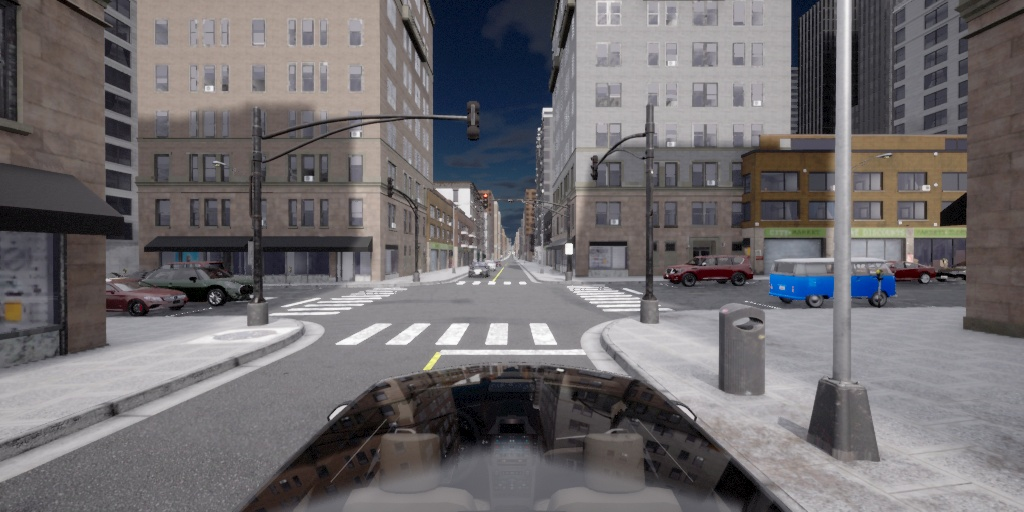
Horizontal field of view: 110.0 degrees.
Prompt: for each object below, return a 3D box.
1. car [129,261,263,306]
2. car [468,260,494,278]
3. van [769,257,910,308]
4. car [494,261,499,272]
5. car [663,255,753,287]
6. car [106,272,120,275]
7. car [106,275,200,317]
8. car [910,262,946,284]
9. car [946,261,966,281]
[{"bbox_3d":[-13.998,1.270,16.243,4.553,1.767,2.097,-1,0,0],"label":"car"},{"bbox_3d":[-3.085,1.247,34.182,2.128,1.511,4.902,0,0,-1],"label":"car"},{"bbox_3d":[12.128,0.957,13.647,3.998,1.789,1.690,0,0,0],"label":"van"},{"bbox_3d":[-3.061,1.293,46.260,1.812,1.442,4.674,0,0,0],"label":"car"},{"bbox_3d":[12.112,0.872,22.172,5.009,1.841,2.192,0,0,0],"label":"car"},{"bbox_3d":[-19.343,1.470,19.360,4.892,1.490,1.837,0,0,1],"label":"car"},{"bbox_3d":[-14.809,1.528,13.601,4.207,1.307,1.802,0,0,0],"label":"car"},{"bbox_3d":[23.330,0.964,22.191,4.507,1.381,1.888,0,0,0],"label":"car"},{"bbox_3d":[28.940,0.916,22.201,4.313,1.339,1.948,0,0,0],"label":"car"}]
